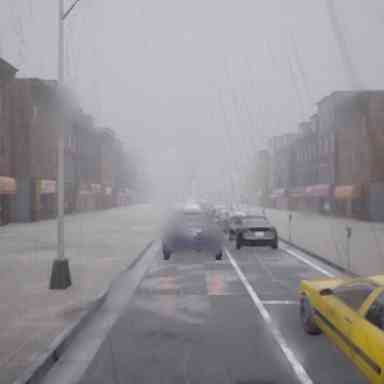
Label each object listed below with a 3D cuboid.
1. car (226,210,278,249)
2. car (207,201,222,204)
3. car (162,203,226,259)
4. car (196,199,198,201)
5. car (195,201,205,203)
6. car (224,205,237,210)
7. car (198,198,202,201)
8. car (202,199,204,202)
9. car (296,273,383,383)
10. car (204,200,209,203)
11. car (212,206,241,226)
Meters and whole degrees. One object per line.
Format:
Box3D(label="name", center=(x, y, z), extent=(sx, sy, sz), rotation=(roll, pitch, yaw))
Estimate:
Box3D(label="car", center=(2.646, 1.714, 15.090), extent=(1.947, 1.339, 4.313), rotation=(0, -1, 0))
Box3D(label="car", center=(2.659, 1.883, 31.966), extent=(1.887, 1.381, 4.507), rotation=(-1, -1, 0))
Box3D(label="car", center=(0.029, 1.482, 13.373), extent=(2.097, 1.767, 4.553), rotation=(0, -1, 0))
Box3D(label="car", center=(2.701, 2.657, 82.592), extent=(2.008, 1.369, 4.403), rotation=(-1, -1, 0))
Box3D(label="car", center=(0.046, 1.827, 28.856), extent=(1.812, 1.442, 4.674), rotation=(0, 0, 0))
Box3D(label="car", center=(2.650, 1.759, 20.715), extent=(2.008, 1.369, 4.403), rotation=(0, -1, 0))
Box3D(label="car", center=(2.687, 2.359, 65.717), extent=(1.887, 1.381, 4.507), rotation=(-1, -1, 0))
Box3D(label="car", center=(2.796, 2.121, 51.247), extent=(1.812, 1.442, 4.674), rotation=(0, -1, 0))
Box3D(label="car", center=(2.636, 1.565, 4.009), extent=(1.752, 1.417, 4.829), rotation=(0, -1, 0))
Box3D(label="car", center=(2.663, 1.849, 37.592), extent=(1.967, 1.590, 4.097), rotation=(-1, -1, 0))
Box3D(label="car", center=(2.655, 1.853, 26.340), extent=(1.802, 1.307, 4.206), rotation=(-1, -1, 0))
